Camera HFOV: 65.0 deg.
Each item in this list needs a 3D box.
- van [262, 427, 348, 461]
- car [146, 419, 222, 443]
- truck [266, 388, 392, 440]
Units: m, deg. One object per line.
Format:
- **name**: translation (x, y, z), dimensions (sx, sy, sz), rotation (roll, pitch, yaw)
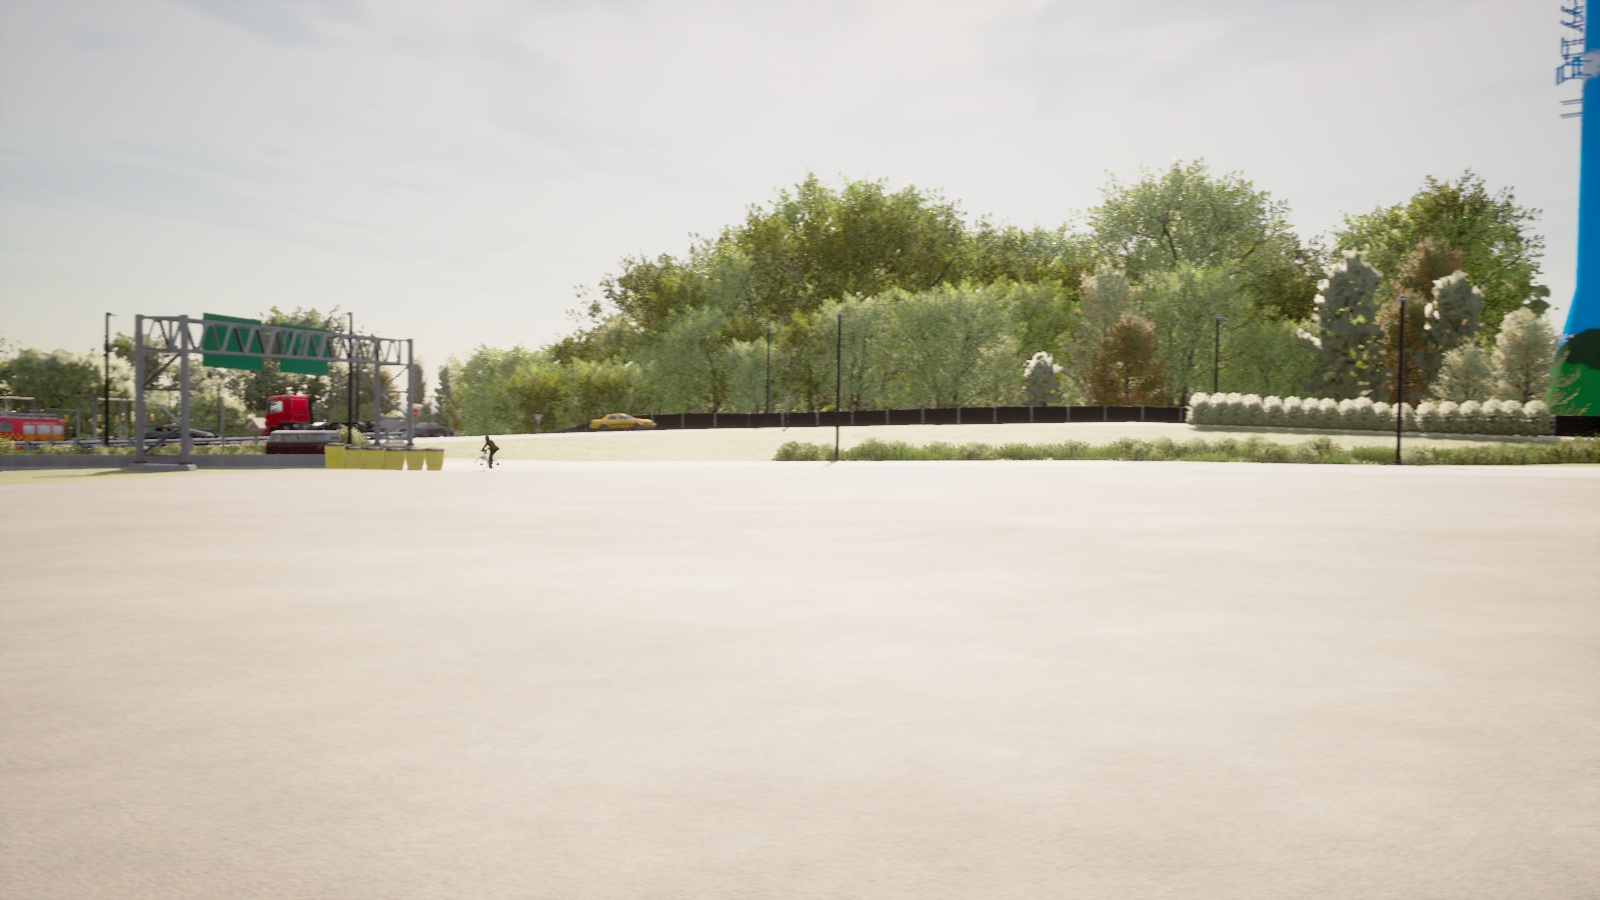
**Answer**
- **van**: translation (-29.639, -0.394, 75.224), dimensions (4.442, 1.987, 1.775), rotation (0, 1, 8)
- **car**: translation (-41.152, -1.257, 83.961), dimensions (4.193, 1.474, 1.816), rotation (-1, 1, -10)
- **truck**: translation (-33.586, -2.566, 89.609), dimensions (7.936, 3.462, 2.891), rotation (-1, 2, 9)
